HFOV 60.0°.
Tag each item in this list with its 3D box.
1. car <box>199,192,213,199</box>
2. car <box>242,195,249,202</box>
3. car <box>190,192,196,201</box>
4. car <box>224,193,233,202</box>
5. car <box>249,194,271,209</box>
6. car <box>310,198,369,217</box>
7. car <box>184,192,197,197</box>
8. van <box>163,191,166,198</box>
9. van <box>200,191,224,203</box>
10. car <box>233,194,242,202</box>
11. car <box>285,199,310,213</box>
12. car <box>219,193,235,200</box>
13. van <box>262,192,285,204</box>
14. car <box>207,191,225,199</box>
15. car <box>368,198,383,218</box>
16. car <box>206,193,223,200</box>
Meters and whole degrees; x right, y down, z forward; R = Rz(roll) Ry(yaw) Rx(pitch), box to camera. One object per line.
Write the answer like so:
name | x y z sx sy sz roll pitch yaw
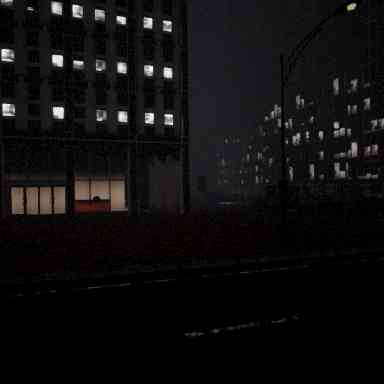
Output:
car | 3.450 0.705 80.300 1.967 1.590 4.097 0 1 -20
car | 11.188 1.059 58.924 1.802 1.307 4.206 0 1 -20
car | -0.560 1.056 66.763 2.008 1.369 4.403 0 1 -20
car | 4.819 1.089 59.782 2.033 1.411 5.357 -1 1 -20
car | 9.061 1.331 40.025 1.947 1.339 4.313 0 1 -20
car | 12.858 1.434 29.309 1.947 1.339 4.313 0 1 -20
car | -0.418 0.709 90.990 2.008 1.369 4.403 0 1 -20
van | -6.364 0.687 82.793 1.690 1.788 3.998 0 1 -20
van | 3.308 0.952 56.071 1.690 1.788 3.998 0 1 -20
car | 7.974 1.023 60.173 1.812 1.442 4.674 -1 1 -20
car | 10.940 1.399 34.661 1.802 1.307 4.206 0 1 -20
car | 7.320 0.953 69.614 1.802 1.307 4.206 0 1 -20
van | 13.121 0.870 53.577 1.690 1.788 3.998 0 1 -20
car | 5.384 0.633 74.955 2.192 1.841 5.009 0 1 -20
car | 15.820 1.313 29.095 1.882 1.535 5.008 -1 1 -20
car | 4.559 0.930 69.609 1.812 1.442 4.674 -1 1 -20
